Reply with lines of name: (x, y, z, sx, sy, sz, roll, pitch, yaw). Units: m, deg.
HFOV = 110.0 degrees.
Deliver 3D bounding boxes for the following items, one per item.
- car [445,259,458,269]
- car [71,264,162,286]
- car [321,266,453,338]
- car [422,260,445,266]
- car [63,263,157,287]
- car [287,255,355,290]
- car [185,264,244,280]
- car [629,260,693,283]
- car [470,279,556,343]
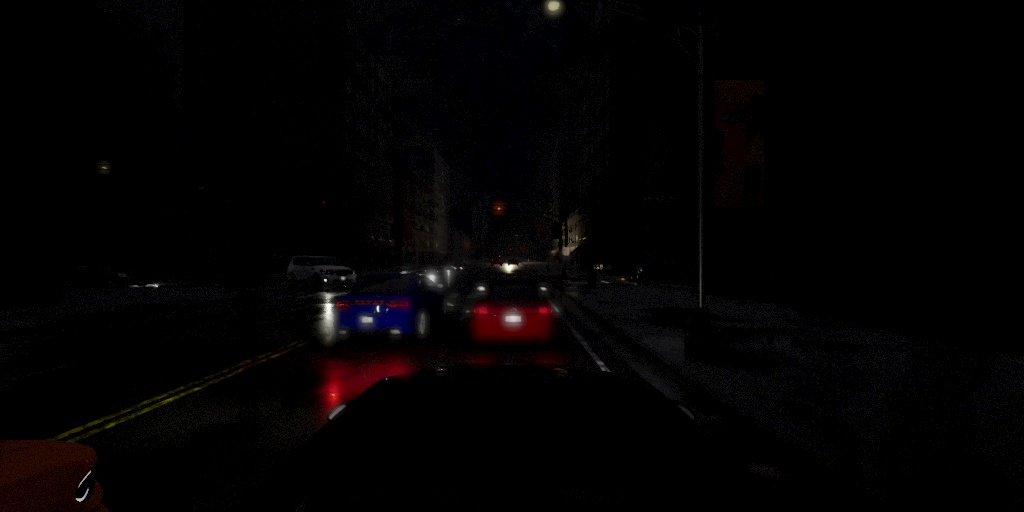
car: (-9.668, 1.251, 52.813, 1.837, 1.490, 4.892, 0, 0, 0)
car: (-27.584, 1.305, 25.090, 4.181, 1.385, 1.994, 0, 0, 0)
car: (-3.120, 1.228, 10.202, 1.882, 1.535, 5.008, 0, 0, 0)
car: (-9.708, 1.350, 42.554, 1.895, 1.301, 4.718, 0, 0, 0)
car: (-25.346, 1.172, 22.531, 4.097, 1.591, 1.967, 0, 0, 0)
car: (-11.979, 0.962, 22.487, 5.566, 2.045, 2.150, 0, -1, 37)
car: (-25.276, 1.330, 30.556, 4.313, 1.339, 1.948, 0, 0, 0)
car: (11.637, 1.140, 28.083, 4.553, 1.767, 2.097, 0, 0, 2)
car: (0.031, 1.314, 9.674, 1.994, 1.385, 4.181, 0, 0, 0)
